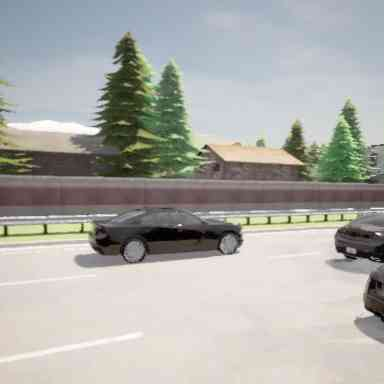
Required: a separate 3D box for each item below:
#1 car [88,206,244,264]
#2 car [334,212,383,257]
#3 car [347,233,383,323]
[{"bbox_3d":[-0.688,1.210,10.632,5.008,1.535,1.882,0,1,-25],"label":"car"},{"bbox_3d":[6.588,1.363,10.203,4.892,1.490,1.837,0,2,-25],"label":"car"},{"bbox_3d":[4.946,1.503,5.559,4.181,1.385,1.994,0,1,-25],"label":"car"}]
